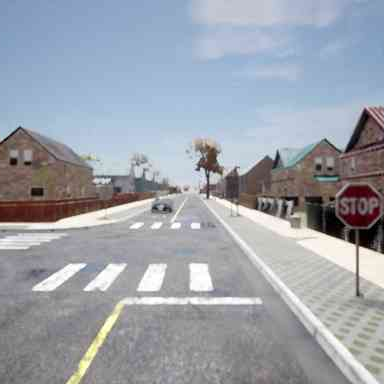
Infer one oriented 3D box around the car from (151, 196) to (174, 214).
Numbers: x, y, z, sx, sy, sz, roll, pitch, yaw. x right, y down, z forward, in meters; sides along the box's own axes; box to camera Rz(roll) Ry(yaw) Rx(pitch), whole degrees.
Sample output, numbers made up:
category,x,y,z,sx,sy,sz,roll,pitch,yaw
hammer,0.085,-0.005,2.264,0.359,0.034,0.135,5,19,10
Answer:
category,x,y,z,sx,sy,sz,roll,pitch,yaw
car,-2.724,1.166,31.265,2.128,1.511,4.902,0,1,0
